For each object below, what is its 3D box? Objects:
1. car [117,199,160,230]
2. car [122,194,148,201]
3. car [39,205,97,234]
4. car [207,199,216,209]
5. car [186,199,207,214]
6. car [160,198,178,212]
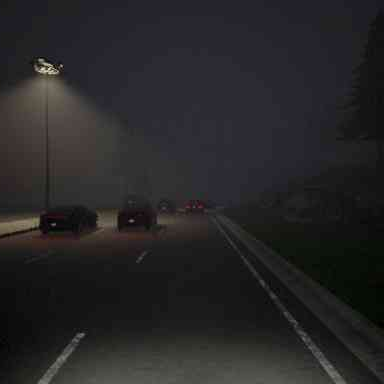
[{"bbox_3d":[-3.401,1.477,21.182,1.882,1.535,5.008,0,0,0],"label":"car"},{"bbox_3d":[-6.442,1.220,38.182,2.150,2.045,5.566,0,0,5],"label":"car"},{"bbox_3d":[-6.901,1.477,19.091,1.882,1.535,5.008,0,0,0],"label":"car"},{"bbox_3d":[1.947,1.564,44.525,1.994,1.385,4.181,0,0,14],"label":"car"},{"bbox_3d":[0.332,1.547,35.211,2.033,1.411,5.357,0,0,3],"label":"car"},{"bbox_3d":[-2.826,1.504,38.876,1.837,1.490,4.892,0,0,6],"label":"car"}]
